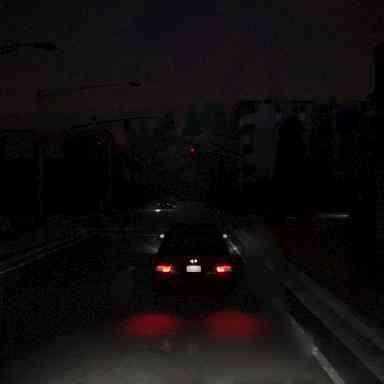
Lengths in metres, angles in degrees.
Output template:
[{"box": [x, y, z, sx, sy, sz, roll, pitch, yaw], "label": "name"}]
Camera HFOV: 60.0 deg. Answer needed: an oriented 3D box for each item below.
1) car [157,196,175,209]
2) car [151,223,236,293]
[{"box": [-3.681, 1.505, 45.605, 1.837, 1.490, 4.892, 0, 0, 0], "label": "car"}, {"box": [0.040, 1.547, 9.000, 2.033, 1.411, 5.357, 0, 0, 0], "label": "car"}]
